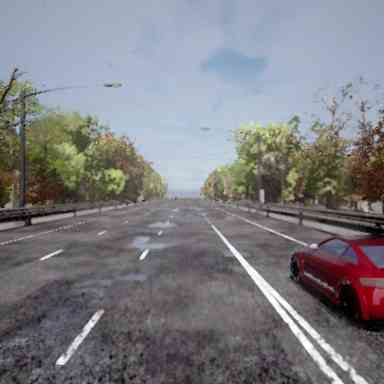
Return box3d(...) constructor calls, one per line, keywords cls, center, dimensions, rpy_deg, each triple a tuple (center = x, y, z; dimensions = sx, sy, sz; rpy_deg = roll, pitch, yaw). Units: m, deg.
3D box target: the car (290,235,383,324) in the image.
box3d(cls="car", center=(3.692, 1.643, 7.344), dimensions=(1.994, 1.385, 4.181), rpy_deg=(0, -1, -2))
